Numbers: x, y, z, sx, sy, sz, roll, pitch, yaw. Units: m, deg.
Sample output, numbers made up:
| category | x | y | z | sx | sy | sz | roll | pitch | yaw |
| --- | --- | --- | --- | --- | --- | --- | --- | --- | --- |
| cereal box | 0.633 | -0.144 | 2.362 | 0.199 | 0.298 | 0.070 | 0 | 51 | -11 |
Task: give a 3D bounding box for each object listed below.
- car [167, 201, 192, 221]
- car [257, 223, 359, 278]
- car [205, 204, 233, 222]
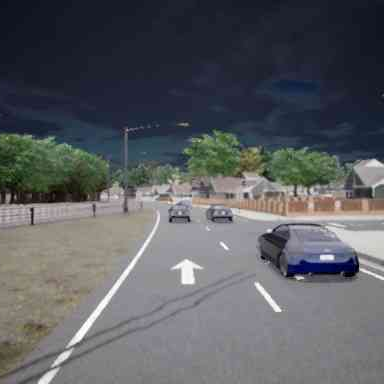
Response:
| category | x | y | z | sx | sy | sz | roll | pitch | yaw |
| --- | --- | --- | --- | --- | --- | --- | --- | --- | --- |
| car | -1.194 | 1.813 | 29.783 | 2.033 | 1.411 | 5.357 | 0 | 0 | -5 |
| car | 3.392 | 1.655 | 10.469 | 1.994 | 1.385 | 4.181 | 0 | -1 | -1 |
| car | 2.337 | 1.803 | 29.521 | 2.033 | 1.411 | 5.357 | 0 | -1 | -5 |
